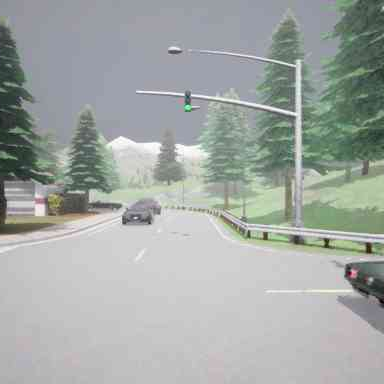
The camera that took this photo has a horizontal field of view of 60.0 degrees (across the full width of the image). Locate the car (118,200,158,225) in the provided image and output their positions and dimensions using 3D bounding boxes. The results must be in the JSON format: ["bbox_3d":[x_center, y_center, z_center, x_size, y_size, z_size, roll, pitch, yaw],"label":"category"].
[{"bbox_3d":[-3.840,1.564,24.267,1.994,1.385,4.181,0,0,-2],"label":"car"}]

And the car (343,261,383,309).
[{"bbox_3d":[5.392,1.626,5.831,4.718,1.301,1.895,0,0,-1],"label":"car"}]

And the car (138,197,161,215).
[{"bbox_3d":[-4.618,1.352,34.062,2.097,1.767,4.553,0,0,-19],"label":"car"}]

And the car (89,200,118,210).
[{"bbox_3d":[-11.147,1.608,41.838,4.718,1.301,1.895,0,0,14],"label":"car"}]
